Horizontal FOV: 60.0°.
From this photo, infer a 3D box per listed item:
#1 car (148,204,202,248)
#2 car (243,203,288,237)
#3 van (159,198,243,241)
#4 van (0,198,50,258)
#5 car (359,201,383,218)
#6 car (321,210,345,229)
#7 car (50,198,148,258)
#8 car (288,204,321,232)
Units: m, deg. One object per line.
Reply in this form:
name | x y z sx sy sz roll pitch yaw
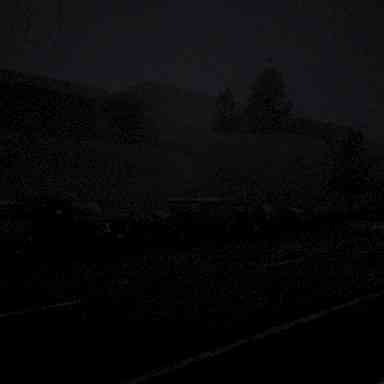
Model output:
car | -2.351 1.496 14.909 4.892 1.521 2.231 -1 -1 34
car | 2.527 1.369 18.358 4.553 1.767 2.185 -1 -1 34
van | -0.026 1.271 16.710 4.442 1.987 1.878 -1 -1 35
van | -7.116 1.268 11.391 4.442 1.987 1.878 -1 -1 35
car | 17.181 1.523 28.805 4.792 1.488 2.163 -1 -1 34
car | 7.404 1.524 21.837 4.792 1.488 2.163 -1 -1 34
car | -4.760 1.243 13.173 5.566 2.045 2.435 -1 -1 35
car | 4.934 1.535 20.102 4.674 1.452 2.002 -1 -1 35
